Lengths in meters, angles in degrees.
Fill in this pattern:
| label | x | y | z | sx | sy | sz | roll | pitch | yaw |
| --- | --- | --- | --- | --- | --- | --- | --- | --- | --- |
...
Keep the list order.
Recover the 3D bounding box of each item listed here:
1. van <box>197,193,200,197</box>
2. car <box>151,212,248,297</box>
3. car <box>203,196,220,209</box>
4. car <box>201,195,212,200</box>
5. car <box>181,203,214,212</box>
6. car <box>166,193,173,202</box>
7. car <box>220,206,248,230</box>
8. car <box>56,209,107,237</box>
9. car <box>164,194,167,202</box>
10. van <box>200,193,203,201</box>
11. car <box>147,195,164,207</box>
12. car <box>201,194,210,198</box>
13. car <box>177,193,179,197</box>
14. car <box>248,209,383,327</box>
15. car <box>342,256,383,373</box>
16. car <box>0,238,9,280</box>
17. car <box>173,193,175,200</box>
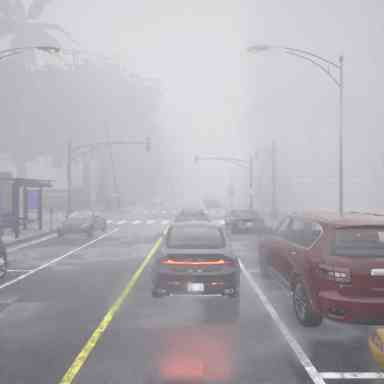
| label | x | y | z | sx | sy | sz | roll | pitch | yaw |
| --- | --- | --- | --- | --- | --- | --- | --- | --- | --- |
| van | 2.830 | 1.277 | 82.182 | 1.690 | 1.788 | 3.998 | 0 | 0 | 0 |
| car | 0.083 | 1.503 | 8.533 | 1.837 | 1.490 | 4.892 | 0 | 0 | 0 |
| car | 2.798 | 1.545 | 44.239 | 1.947 | 1.339 | 4.313 | 0 | 0 | 0 |
| car | 2.803 | 1.541 | 49.660 | 1.947 | 1.339 | 4.313 | 0 | 0 | 0 |
| car | 0.017 | 1.559 | 18.561 | 1.994 | 1.385 | 4.181 | 0 | 0 | 0 |
| car | -5.704 | 1.392 | 71.368 | 1.967 | 1.590 | 4.097 | 0 | 0 | 0 |
| car | 2.775 | 1.561 | 17.803 | 1.947 | 1.339 | 4.313 | 0 | 0 | 0 |
| car | -5.750 | 1.577 | 17.828 | 1.802 | 1.307 | 4.206 | 0 | 0 | 0 |
| car | -5.719 | 1.410 | 55.107 | 1.967 | 1.590 | 4.097 | 0 | 0 | 0 |
| van | 2.811 | 1.306 | 60.500 | 1.690 | 1.788 | 3.998 | 0 | 0 | 0 |
| car | -5.723 | 1.526 | 49.687 | 2.008 | 1.369 | 4.403 | 0 | 0 | 0 |
| car | 2.807 | 1.495 | 55.250 | 1.752 | 1.417 | 4.829 | 0 | 0 | 0 |
| car | -5.686 | 1.234 | 93.049 | 2.192 | 1.841 | 5.009 | 0 | 0 | 0 |
| car | 2.765 | 1.314 | 6.952 | 2.192 | 1.841 | 5.009 | 0 | 0 | 0 |
| car | 2.761 | 1.525 | 1.697 | 1.752 | 1.417 | 4.829 | 0 | 0 | 0 |
| car | -5.760 | 1.439 | 6.975 | 1.967 | 1.590 | 4.097 | 0 | 0 | 0 |
| car | -5.700 | 1.259 | 76.788 | 2.192 | 1.841 | 5.009 | 0 | 0 | 0 |
